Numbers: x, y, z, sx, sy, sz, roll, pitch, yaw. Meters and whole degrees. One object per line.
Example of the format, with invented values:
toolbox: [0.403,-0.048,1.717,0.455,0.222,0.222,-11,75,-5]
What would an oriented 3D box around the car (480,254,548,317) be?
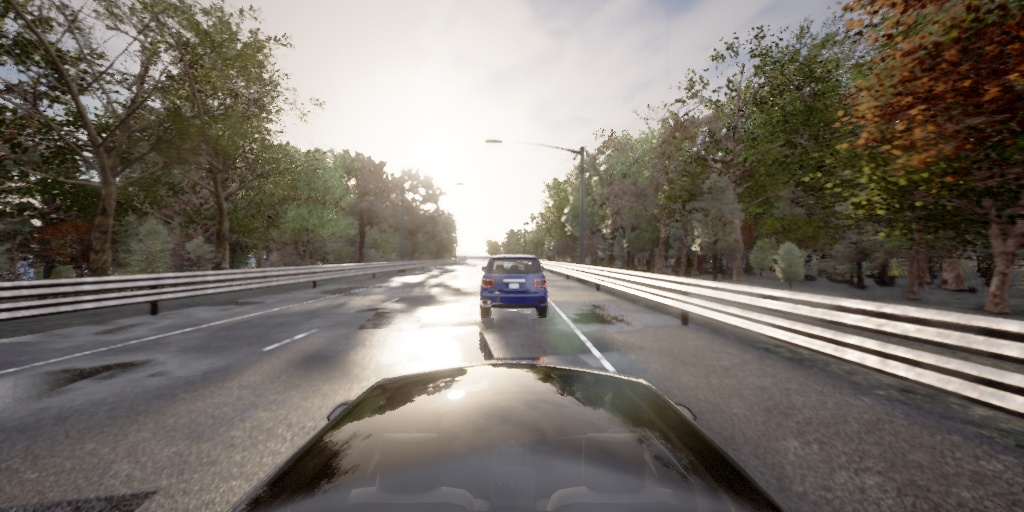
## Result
car: [0.042,0.966,13.188,2.150,2.045,5.566,0,0,0]
